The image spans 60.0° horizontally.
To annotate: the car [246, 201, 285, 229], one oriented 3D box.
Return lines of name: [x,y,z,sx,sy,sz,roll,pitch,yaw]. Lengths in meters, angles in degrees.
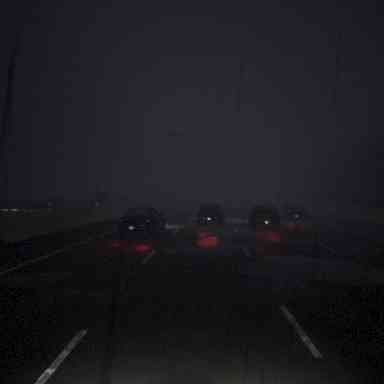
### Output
car: [4.832,1.589,22.634,1.837,1.490,4.892,0,0,7]

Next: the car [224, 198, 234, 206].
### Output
car: [6.248,1.735,57.343,1.895,1.301,4.718,1,0,8]

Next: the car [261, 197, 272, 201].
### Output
car: [14.256,1.724,64.137,1.882,1.535,5.008,1,0,8]

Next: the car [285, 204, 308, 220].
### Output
car: [9.180,1.749,30.297,1.895,1.301,4.718,1,0,9]

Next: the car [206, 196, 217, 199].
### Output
car: [3.804,1.614,65.212,1.837,1.490,4.892,1,0,8]

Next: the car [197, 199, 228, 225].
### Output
car: [1.478,1.548,24.755,1.837,1.490,4.892,0,0,8]

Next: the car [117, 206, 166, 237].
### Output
car: [-2.653,1.507,18.051,1.812,1.442,4.674,1,0,5]

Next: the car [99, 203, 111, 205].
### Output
car: [-13.154,1.088,46.548,2.150,2.045,5.566,1,0,9]

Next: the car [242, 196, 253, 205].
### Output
car: [10.780,1.553,64.556,2.097,1.767,4.553,1,0,8]
